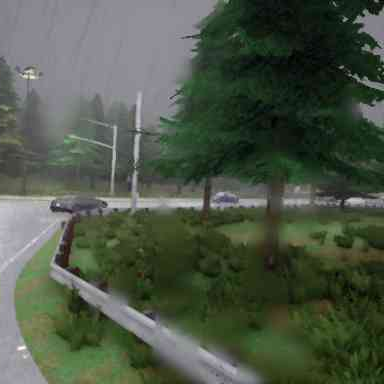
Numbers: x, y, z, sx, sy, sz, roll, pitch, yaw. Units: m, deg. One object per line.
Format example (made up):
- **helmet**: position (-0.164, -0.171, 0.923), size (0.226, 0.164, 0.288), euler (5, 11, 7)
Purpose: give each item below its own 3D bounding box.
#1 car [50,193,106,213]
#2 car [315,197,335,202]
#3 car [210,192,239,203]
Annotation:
- **car**: position (-8.002, 0.789, 23.942), size (1.994, 1.385, 4.181), euler (5, 3, 26)
- **car**: position (22.765, 0.926, 56.409), size (4.553, 1.767, 2.097), euler (1, 4, -42)
- **car**: position (3.725, 0.711, 39.698), size (4.674, 1.442, 1.812), euler (1, 4, -41)
